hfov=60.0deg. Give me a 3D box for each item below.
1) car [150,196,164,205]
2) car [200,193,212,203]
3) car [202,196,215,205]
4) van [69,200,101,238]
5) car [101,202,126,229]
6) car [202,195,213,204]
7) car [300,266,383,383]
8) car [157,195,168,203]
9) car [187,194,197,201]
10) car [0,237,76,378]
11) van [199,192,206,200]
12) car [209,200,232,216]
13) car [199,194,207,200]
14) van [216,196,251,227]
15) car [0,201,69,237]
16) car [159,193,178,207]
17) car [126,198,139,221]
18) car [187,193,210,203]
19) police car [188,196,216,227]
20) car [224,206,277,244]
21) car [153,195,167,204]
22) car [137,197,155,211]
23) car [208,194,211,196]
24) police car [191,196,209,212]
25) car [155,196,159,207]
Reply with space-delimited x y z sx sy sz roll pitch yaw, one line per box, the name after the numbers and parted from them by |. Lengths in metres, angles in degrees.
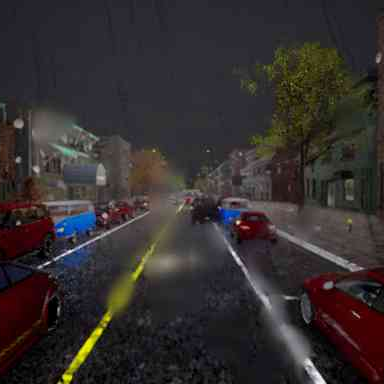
-5.710 1.391 54.038 1.802 1.307 4.206 -1 0 0 | car
2.664 1.084 65.139 2.192 1.841 5.009 -1 0 0 | car
2.670 1.375 54.043 1.947 1.339 4.313 -1 0 0 | car
-5.700 1.288 15.199 1.690 1.788 3.998 -1 0 0 | van
-5.701 1.367 20.748 1.967 1.590 4.097 -1 0 0 | car
2.669 1.314 59.760 1.752 1.417 4.829 -1 0 0 | car
2.687 1.567 4.108 1.802 1.307 4.206 -1 0 0 | car
-5.714 1.351 65.135 1.802 1.307 4.206 -1 0 0 | car
-0.023 1.135 74.025 2.033 1.411 5.357 0 0 0 | car
-3.102 1.550 3.830 1.994 1.385 4.181 0 0 0 | car
2.657 1.030 87.332 1.690 1.788 3.998 -1 0 0 | van
2.677 1.470 31.850 1.802 1.307 4.206 -1 0 0 | car
2.661 1.233 81.954 1.752 1.417 4.829 -1 0 0 | car
2.679 1.268 20.752 1.690 1.788 3.998 -1 0 0 | van
-5.698 1.281 9.651 2.192 1.841 5.009 -1 0 0 | car
-3.082 1.321 48.423 2.128 1.511 4.902 0 0 0 | car
-5.702 1.452 26.297 1.887 1.381 4.507 -1 0 0 | car
0.827 1.239 31.988 2.097 1.767 4.553 0 0 -1 | car
0.893 1.347 22.140 1.930 1.638 5.238 0 0 0 | police car
2.683 1.529 15.205 1.802 1.307 4.206 -1 0 0 | car
-5.712 1.340 59.586 2.008 1.369 4.403 -1 0 0 | car
-5.706 1.308 37.393 1.967 1.590 4.097 -1 0 0 | car
2.677 1.223 26.300 2.192 1.841 5.009 -1 0 0 | car
0.887 1.291 38.140 1.930 1.638 5.238 0 0 0 | police car
-5.707 1.393 42.941 1.887 1.381 4.507 -1 0 0 | car
